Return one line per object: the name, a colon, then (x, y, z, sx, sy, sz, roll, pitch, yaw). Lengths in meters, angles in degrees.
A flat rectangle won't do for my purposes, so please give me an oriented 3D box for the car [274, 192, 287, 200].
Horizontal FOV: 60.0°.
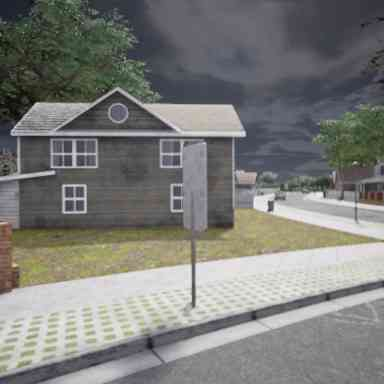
car: (15.572, 0.697, 58.803, 1.837, 1.490, 4.892, 0, 1, 12)
